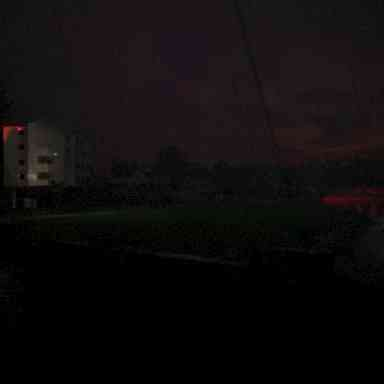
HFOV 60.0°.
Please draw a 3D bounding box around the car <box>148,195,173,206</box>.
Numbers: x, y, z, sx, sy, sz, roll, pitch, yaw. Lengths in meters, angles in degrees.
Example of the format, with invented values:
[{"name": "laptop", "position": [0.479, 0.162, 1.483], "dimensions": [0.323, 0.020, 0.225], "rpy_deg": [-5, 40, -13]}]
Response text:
[{"name": "car", "position": [-5.926, 1.590, 64.045], "dimensions": [2.150, 2.045, 5.566], "rpy_deg": [-1, -1, 36]}]
